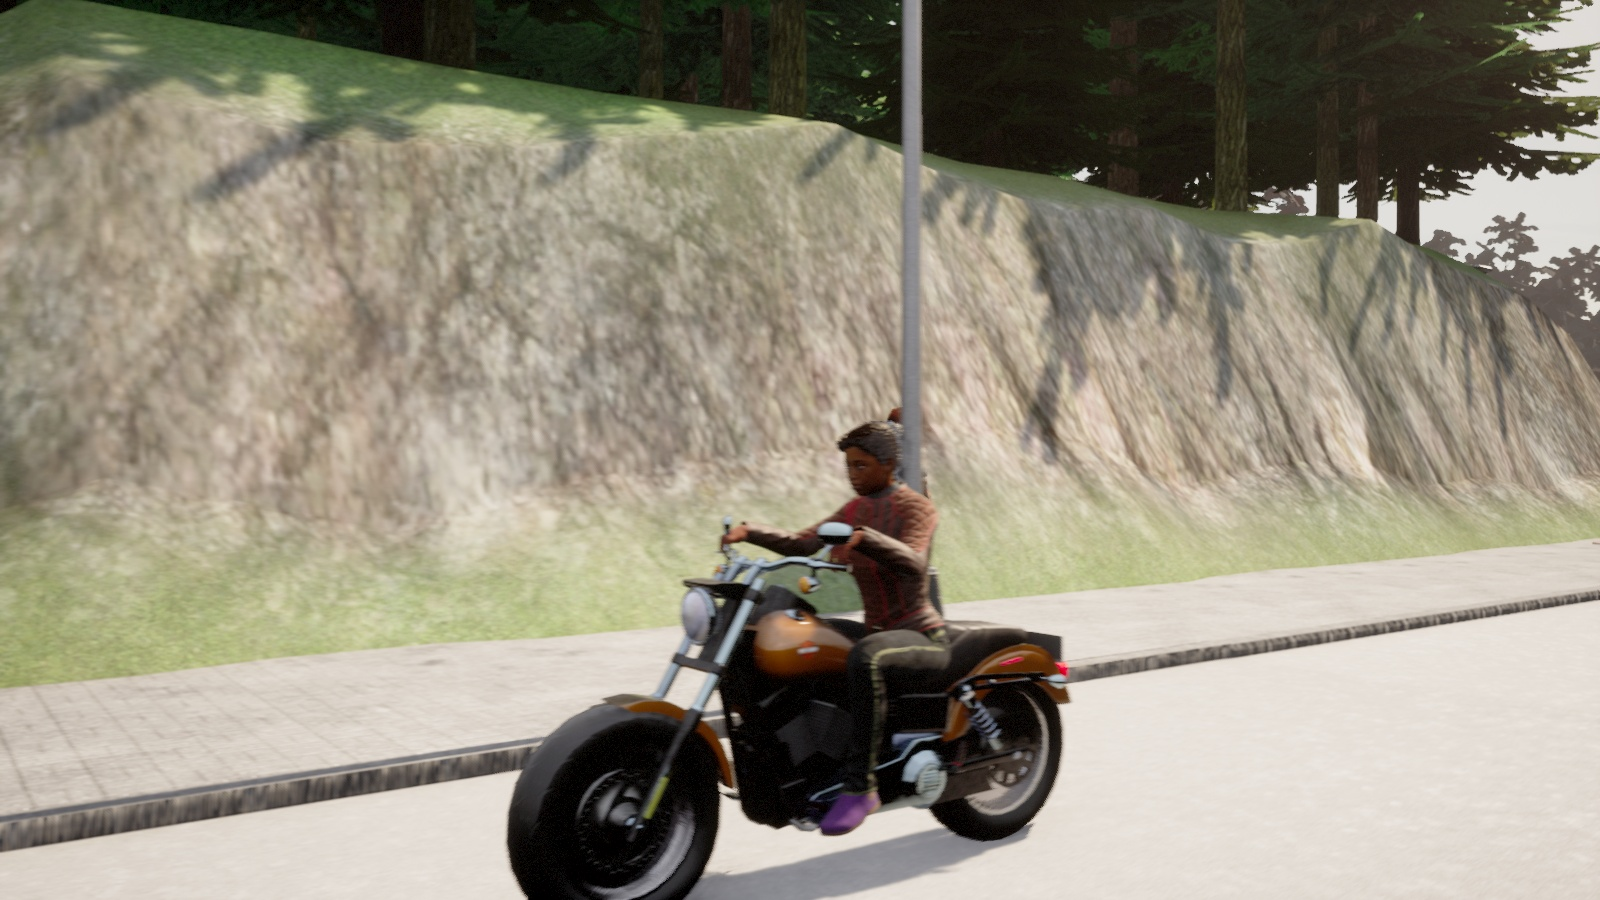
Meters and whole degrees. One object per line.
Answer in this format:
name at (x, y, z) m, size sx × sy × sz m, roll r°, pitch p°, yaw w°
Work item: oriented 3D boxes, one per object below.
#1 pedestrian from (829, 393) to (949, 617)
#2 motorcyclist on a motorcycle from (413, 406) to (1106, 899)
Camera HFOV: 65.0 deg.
pedestrian at (0.811, 0.483, 11.460) m, size 0.873 × 1.952 × 0.659 m, roll 0°, pitch 0°, yaw -37°
motorcyclist on a motorcycle at (-0.032, 0.707, 4.312) m, size 2.350 × 1.649 × 0.766 m, roll 0°, pitch 0°, yaw -36°
